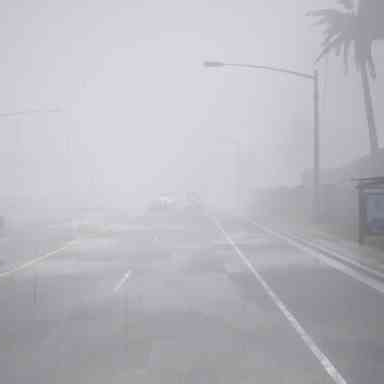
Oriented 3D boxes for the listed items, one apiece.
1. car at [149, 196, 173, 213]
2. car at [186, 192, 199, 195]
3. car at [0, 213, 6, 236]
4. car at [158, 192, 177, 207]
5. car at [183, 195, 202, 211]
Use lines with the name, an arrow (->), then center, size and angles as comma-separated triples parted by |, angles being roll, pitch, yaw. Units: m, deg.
car -> -3.393, 1.450, 35.300 | 1.895, 1.301, 4.718 | 0, 0, 0
car -> 0.114, 0.967, 47.528 | 2.150, 2.045, 5.566 | 0, 0, 0
car -> -10.596, 1.506, 15.331 | 1.837, 1.490, 4.892 | 0, 1, 0
car -> -3.405, 0.990, 45.312 | 2.150, 2.045, 5.566 | 0, 0, 4
car -> 0.114, 1.354, 37.247 | 1.812, 1.442, 4.674 | 0, 0, 0
